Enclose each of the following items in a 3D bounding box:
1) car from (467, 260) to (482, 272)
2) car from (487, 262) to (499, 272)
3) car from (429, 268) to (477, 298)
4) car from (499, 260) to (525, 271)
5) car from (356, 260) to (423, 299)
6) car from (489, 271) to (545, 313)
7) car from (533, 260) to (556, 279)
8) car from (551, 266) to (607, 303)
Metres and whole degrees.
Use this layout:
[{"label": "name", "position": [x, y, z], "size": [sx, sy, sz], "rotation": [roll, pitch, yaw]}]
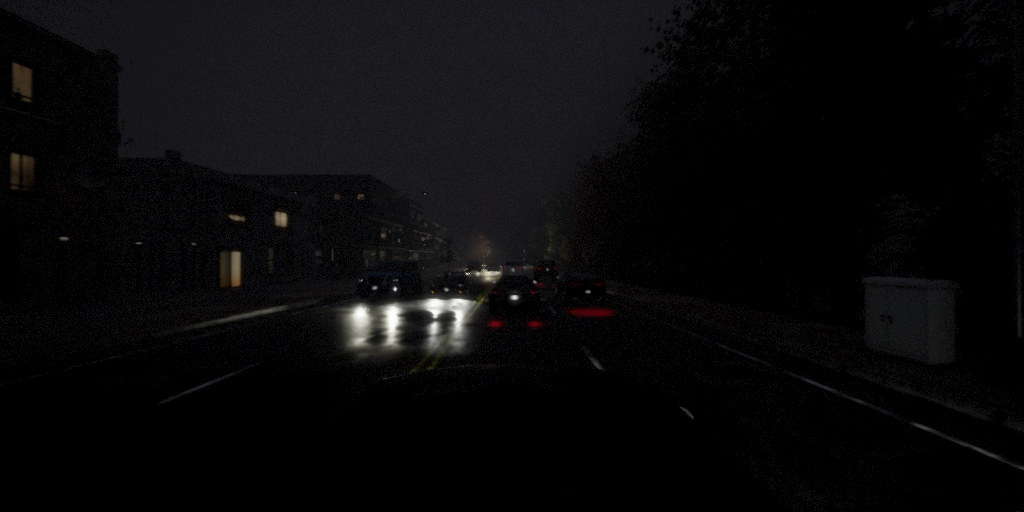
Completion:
[{"label": "car", "position": [-6.507, 1.782, 62.475], "size": [2.150, 2.045, 5.566], "rotation": [0, -1, 1]}, {"label": "car", "position": [-3.264, 1.914, 62.592], "size": [2.097, 1.767, 4.553], "rotation": [0, -1, 1]}, {"label": "car", "position": [-3.346, 1.562, 20.323], "size": [1.994, 1.385, 4.181], "rotation": [0, -1, 0]}, {"label": "car", "position": [0.112, 1.436, 36.525], "size": [2.150, 2.045, 5.566], "rotation": [0, -1, 0]}, {"label": "car", "position": [-6.596, 1.215, 20.036], "size": [2.150, 2.045, 5.566], "rotation": [0, -1, 0]}, {"label": "car", "position": [0.100, 1.490, 14.883], "size": [1.994, 1.385, 4.181], "rotation": [0, -1, 0]}, {"label": "car", "position": [3.362, 1.437, 36.531], "size": [2.150, 2.045, 5.566], "rotation": [0, -1, 0]}, {"label": "car", "position": [3.353, 1.448, 18.167], "size": [1.882, 1.535, 5.008], "rotation": [0, -1, 0]}]
